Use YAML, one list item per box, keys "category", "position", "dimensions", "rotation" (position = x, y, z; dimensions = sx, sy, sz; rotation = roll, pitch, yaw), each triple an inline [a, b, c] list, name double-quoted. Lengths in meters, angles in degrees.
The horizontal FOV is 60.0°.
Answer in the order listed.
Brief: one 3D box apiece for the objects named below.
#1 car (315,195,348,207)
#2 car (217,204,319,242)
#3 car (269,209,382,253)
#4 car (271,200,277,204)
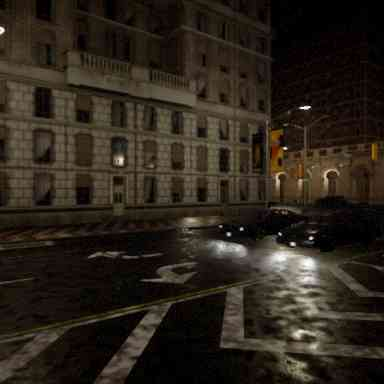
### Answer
- category: "car"
  position: [21.126, 1.349, 50.674]
  dimensions: [2.097, 1.767, 4.553]
  rotation: [0, 0, -36]
- category: "car"
  position: [3.828, 1.547, 16.743]
  dimensions: [5.357, 1.411, 2.033]
  rotation: [0, 0, -36]
- category: "car"
  position: [5.893, 1.547, 13.920]
  dimensions: [5.357, 1.411, 2.033]
  rotation: [0, 0, -36]
- category: "car"
  position: [11.062, 1.476, 52.183]
  dimensions: [1.882, 1.535, 5.008]
  rotation: [0, 0, -37]
